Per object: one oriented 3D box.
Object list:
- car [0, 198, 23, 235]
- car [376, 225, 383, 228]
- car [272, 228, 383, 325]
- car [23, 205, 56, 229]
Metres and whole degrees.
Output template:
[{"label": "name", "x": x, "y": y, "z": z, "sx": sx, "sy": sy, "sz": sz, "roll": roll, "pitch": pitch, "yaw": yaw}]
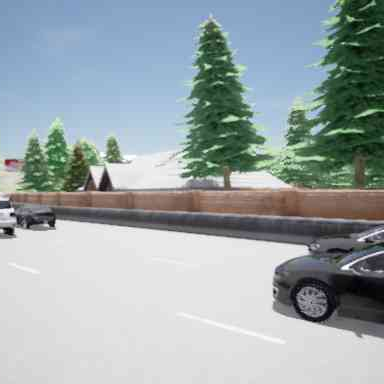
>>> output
[{"label": "car", "x": -11.730, "y": 1.348, "z": 18.555, "sx": 5.566, "sy": 2.045, "sz": 2.150, "roll": 0, "pitch": 0, "yaw": 44}, {"label": "car", "x": 5.580, "y": 1.531, "z": 8.695, "sx": 4.902, "sy": 1.511, "sz": 2.128, "roll": 0, "pitch": 0, "yaw": 36}, {"label": "car", "x": 3.810, "y": 1.531, "z": 5.659, "sx": 4.892, "sy": 1.490, "sz": 1.837, "roll": 0, "pitch": 0, "yaw": 35}, {"label": "car", "x": -10.994, "y": 1.654, "z": 22.740, "sx": 4.892, "sy": 1.490, "sz": 1.837, "roll": 0, "pitch": 0, "yaw": 44}]
